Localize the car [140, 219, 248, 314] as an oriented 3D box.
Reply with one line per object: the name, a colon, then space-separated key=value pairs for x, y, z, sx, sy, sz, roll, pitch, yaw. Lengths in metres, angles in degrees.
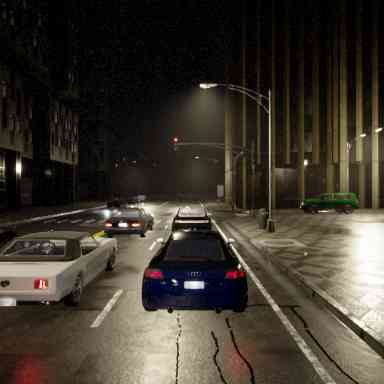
car: x=0.085 y=1.560 z=7.705 sx=1.994 sy=1.385 sz=4.181 roll=0 pitch=0 yaw=1

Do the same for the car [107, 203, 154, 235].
car: x=-3.155 y=1.531 z=17.517 sx=2.033 sy=1.411 sz=5.357 roll=0 pitch=0 yaw=0

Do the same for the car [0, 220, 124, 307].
car: x=-3.149 y=1.597 z=7.926 sx=1.895 sy=1.301 sz=4.718 roll=0 pitch=0 yaw=0

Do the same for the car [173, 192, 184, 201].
car: x=-3.262 y=1.296 z=75.057 sx=1.837 sy=1.490 sz=4.892 roll=0 pitch=0 yaw=0

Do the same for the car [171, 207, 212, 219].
car: x=-0.003 y=1.477 z=16.579 sx=2.128 sy=1.511 sz=4.902 roll=0 pitch=0 yaw=0

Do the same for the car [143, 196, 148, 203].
car: x=-9.800 y=1.390 z=65.028 sx=2.033 sy=1.411 sz=5.357 roll=0 pitch=0 yaw=0

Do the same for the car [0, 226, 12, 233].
car: x=-6.602 y=1.559 z=9.417 sx=1.994 sy=1.385 sz=4.181 roll=0 pitch=0 yaw=0

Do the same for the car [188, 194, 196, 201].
car: x=-0.012 y=1.336 z=75.057 sx=2.033 sy=1.411 sz=5.357 roll=0 pitch=0 yaw=0

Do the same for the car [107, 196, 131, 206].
car: x=-9.855 y=1.522 z=43.945 sx=1.895 sy=1.301 sz=4.718 roll=0 pitch=0 yaw=0

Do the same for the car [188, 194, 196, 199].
car: x=-0.013 y=1.192 z=85.509 sx=1.895 sy=1.301 sz=4.718 roll=0 pitch=0 yaw=0

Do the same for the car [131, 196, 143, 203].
car: x=-9.850 y=1.431 z=54.406 sx=2.033 sy=1.411 sz=5.357 roll=0 pitch=0 yaw=0

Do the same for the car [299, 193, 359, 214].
car: x=13.562 y=1.110 z=33.050 sx=5.566 sy=2.045 sz=2.150 roll=0 pitch=0 yaw=2
